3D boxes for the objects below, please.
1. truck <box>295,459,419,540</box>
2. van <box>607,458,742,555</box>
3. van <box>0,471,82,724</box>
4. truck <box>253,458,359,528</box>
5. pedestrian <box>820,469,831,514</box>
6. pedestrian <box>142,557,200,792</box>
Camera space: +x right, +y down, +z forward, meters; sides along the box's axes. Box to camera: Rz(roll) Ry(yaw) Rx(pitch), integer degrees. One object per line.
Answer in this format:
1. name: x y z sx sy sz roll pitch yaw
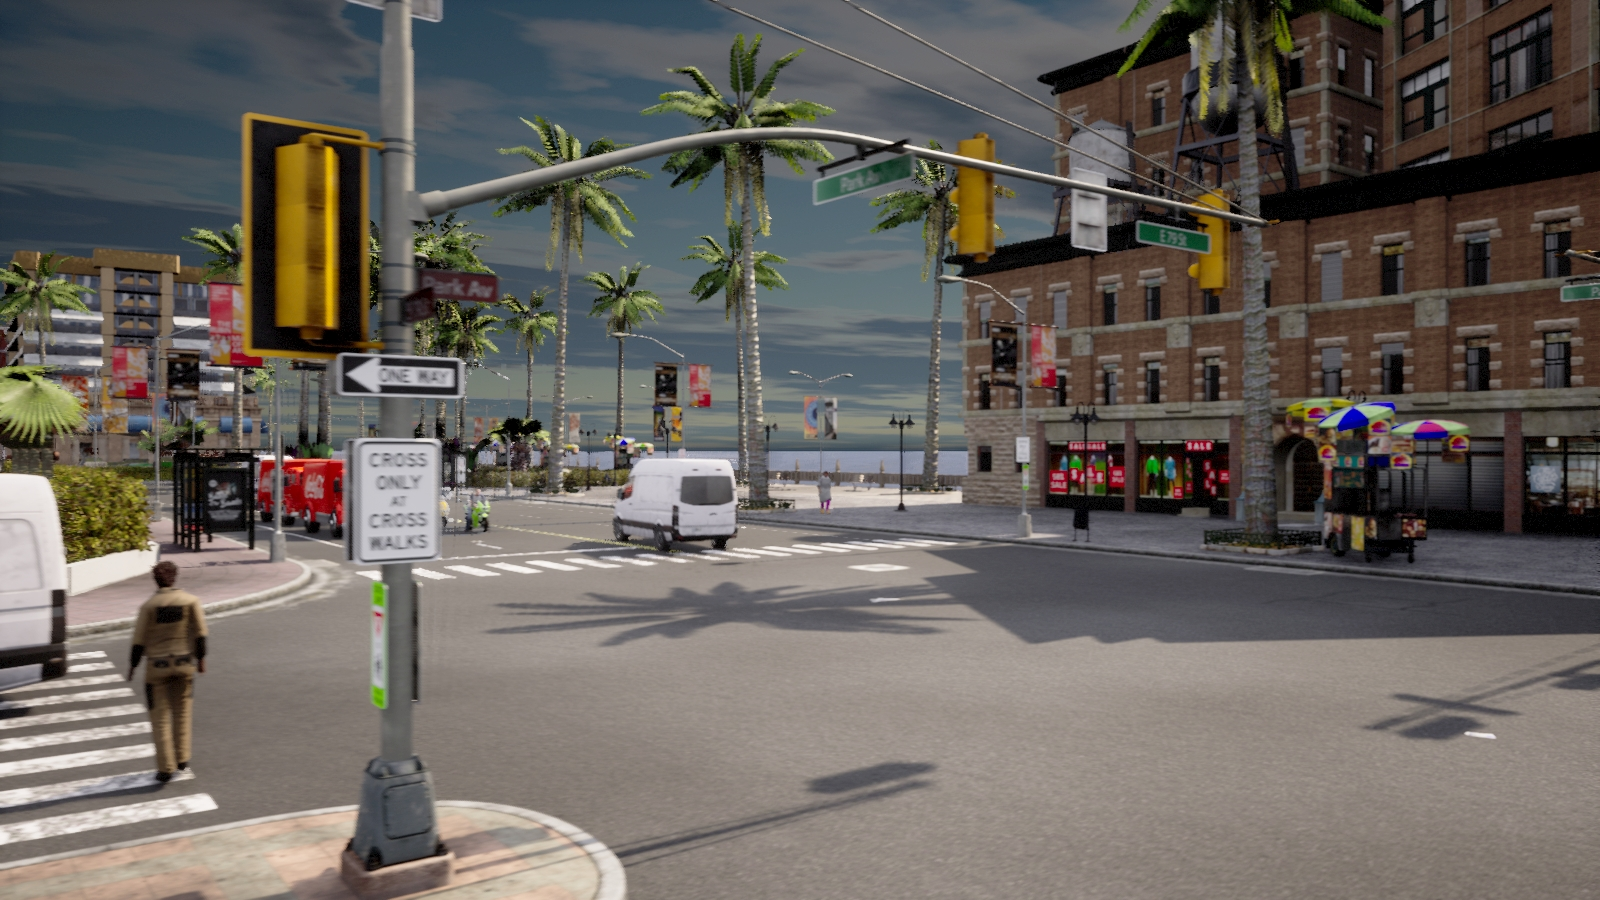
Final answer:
1. truck: -14.999 1.577 38.480 2.627 2.467 5.204 0 0 -36
2. van: -3.844 1.544 33.857 1.988 2.561 5.915 0 0 -27
3. van: -10.476 1.538 10.814 1.988 2.561 5.915 0 0 43
4. truck: -19.118 1.581 44.064 2.627 2.467 5.204 0 0 -36
5. pedestrian: 1.057 1.710 47.542 0.375 1.860 0.375 0 0 -18
6. pedestrian: -5.265 1.852 9.563 0.375 1.860 0.375 0 0 -37
